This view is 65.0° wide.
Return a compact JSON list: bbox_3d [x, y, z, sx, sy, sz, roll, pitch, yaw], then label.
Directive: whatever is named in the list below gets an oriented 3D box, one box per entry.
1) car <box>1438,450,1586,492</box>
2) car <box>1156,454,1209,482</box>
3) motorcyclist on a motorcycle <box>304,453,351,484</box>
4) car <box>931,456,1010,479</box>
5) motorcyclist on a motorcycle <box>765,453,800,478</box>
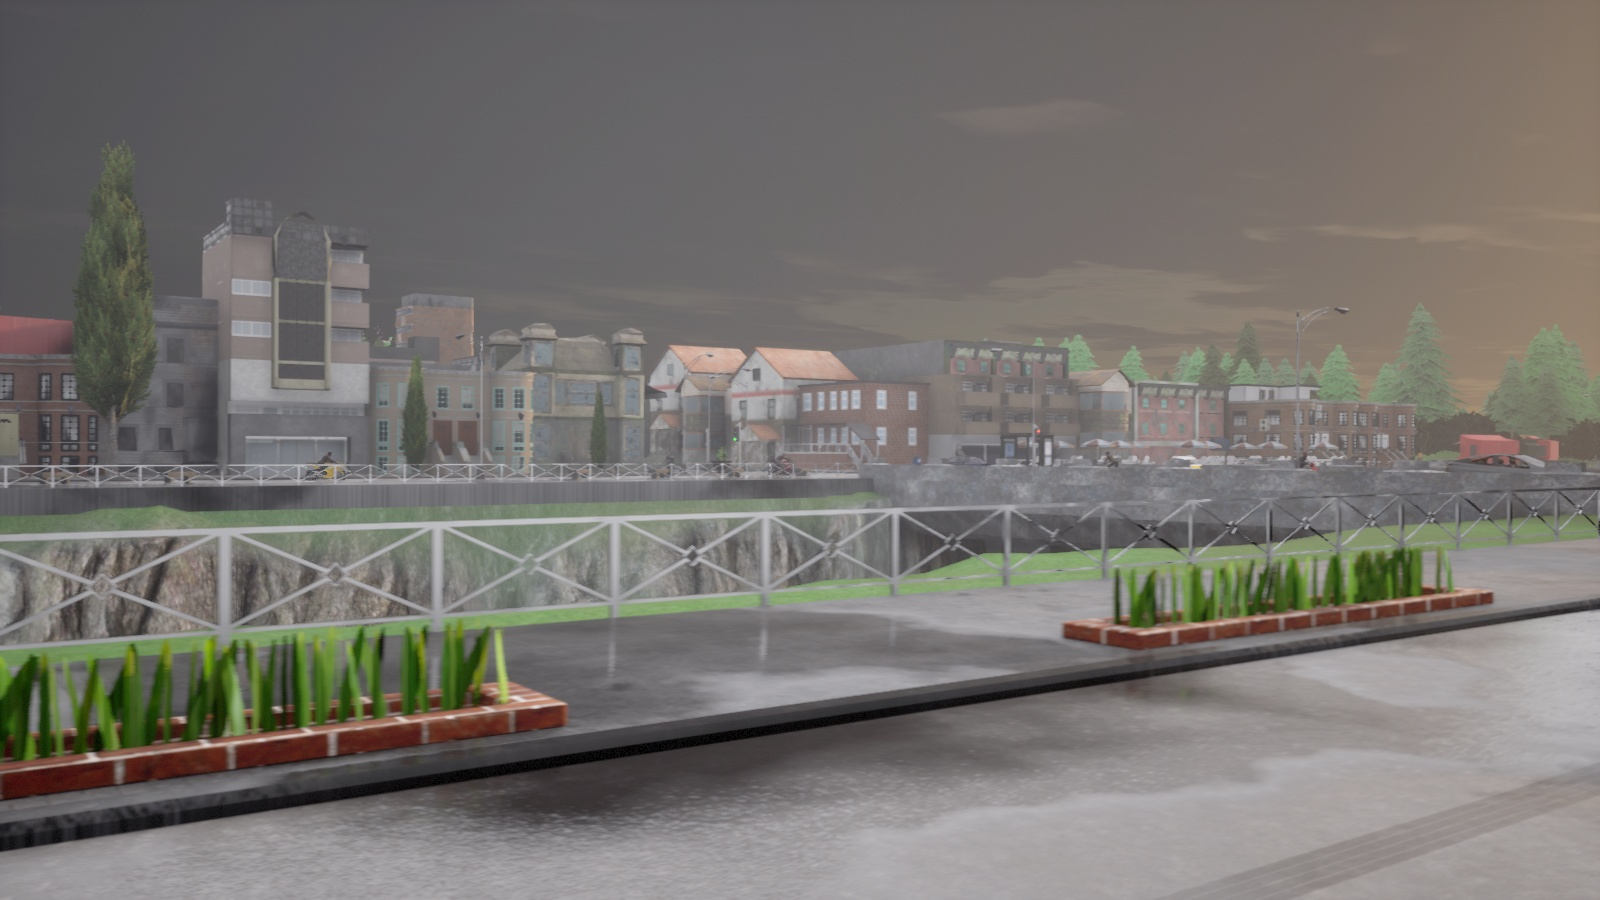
[{"bbox_3d":[27.153,0.752,48.019,2.007,1.525,4.514,0,0,-34],"label":"car"},{"bbox_3d":[19.890,0.918,65.374,1.481,1.376,2.207,0,0,-35],"label":"car"},{"bbox_3d":[-23.695,0.931,62.970,2.044,1.523,0.797,0,0,-35],"label":"motorcyclist on a motorcycle"},{"bbox_3d":[9.853,1.003,72.893,1.895,1.301,4.718,0,0,-35],"label":"car"},{"bbox_3d":[-1.083,0.976,79.111,2.191,1.530,0.866,0,-1,-43],"label":"motorcyclist on a motorcycle"}]
